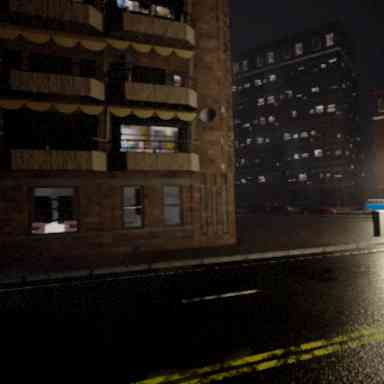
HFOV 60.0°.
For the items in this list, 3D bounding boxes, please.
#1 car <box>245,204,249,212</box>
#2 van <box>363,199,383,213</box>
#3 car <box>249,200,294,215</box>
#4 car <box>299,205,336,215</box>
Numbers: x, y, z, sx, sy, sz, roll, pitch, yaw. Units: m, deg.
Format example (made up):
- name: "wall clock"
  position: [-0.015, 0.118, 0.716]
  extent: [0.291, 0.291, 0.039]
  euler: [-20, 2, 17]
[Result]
- name: "car"
  position: [11.137, 2.268, 53.534]
  extent: [5.009, 1.841, 2.192]
  euler: [-2, -3, 36]
- name: "van"
  position: [24.740, 1.840, 43.520]
  extent: [3.998, 1.788, 1.690]
  euler: [-2, -3, 36]
- name: "car"
  position: [10.621, 2.069, 43.509]
  extent: [5.009, 1.841, 2.192]
  euler: [-2, -3, 36]
- name: "car"
  position: [15.157, 2.185, 40.161]
  extent: [4.206, 1.307, 1.802]
  euler: [-2, -3, 36]
